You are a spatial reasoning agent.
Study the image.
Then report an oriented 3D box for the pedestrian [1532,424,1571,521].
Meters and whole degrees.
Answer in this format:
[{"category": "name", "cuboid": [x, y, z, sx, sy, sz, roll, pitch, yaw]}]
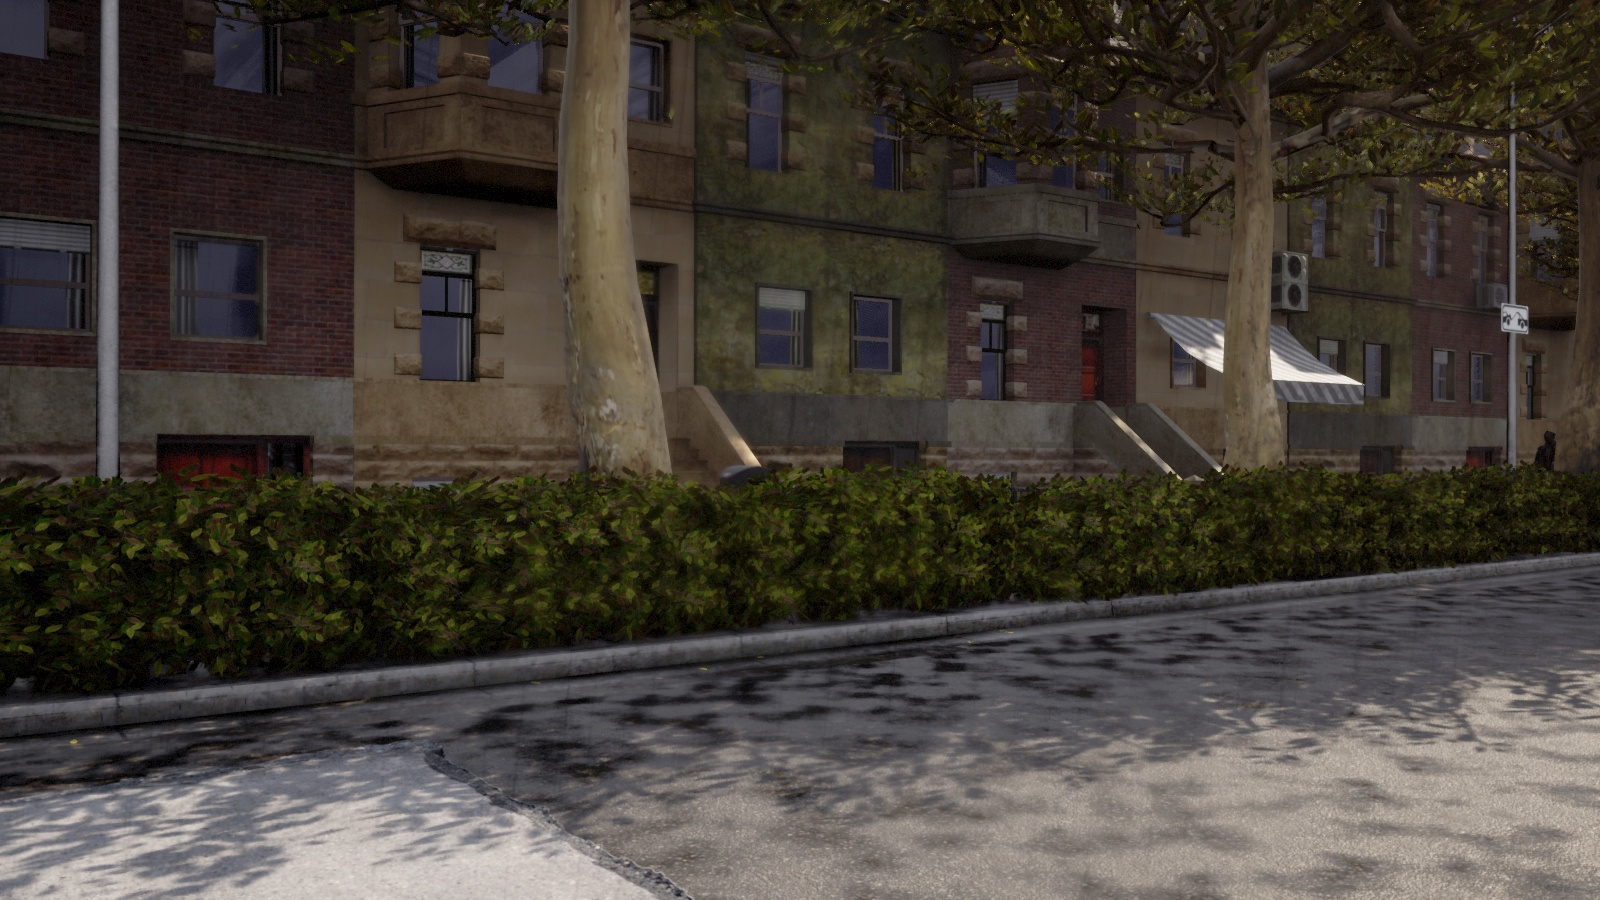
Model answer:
[{"category": "pedestrian", "cuboid": [14.533, 0.430, 24.286, 0.720, 1.854, 0.376, 0, 0, -33]}]
